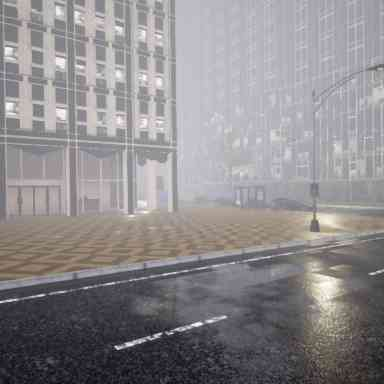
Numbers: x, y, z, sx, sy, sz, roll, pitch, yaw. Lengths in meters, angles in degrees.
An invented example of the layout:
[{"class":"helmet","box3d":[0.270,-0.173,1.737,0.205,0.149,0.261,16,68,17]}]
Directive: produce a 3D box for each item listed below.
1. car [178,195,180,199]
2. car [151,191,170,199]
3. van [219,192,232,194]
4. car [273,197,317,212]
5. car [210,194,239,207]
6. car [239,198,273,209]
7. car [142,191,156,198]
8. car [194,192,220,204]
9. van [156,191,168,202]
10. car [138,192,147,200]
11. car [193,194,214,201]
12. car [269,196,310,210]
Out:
[{"class":"car","box3d":[-4.248,0.935,73.242,1.802,1.307,4.206,0,1,-35]},{"class":"car","box3d":[-7.468,0.614,77.922,2.192,1.841,5.009,0,1,-35]},{"class":"van","box3d":[5.412,0.855,59.188,1.690,1.788,3.998,0,1,-35]},{"class":"car","box3d":[11.279,1.423,35.637,1.947,1.339,4.313,0,1,-35]},{"class":"car","box3d":[4.902,1.319,45.049,1.947,1.339,4.313,0,1,-34]},{"class":"car","box3d":[8.073,1.388,40.333,1.802,1.307,4.206,0,1,-34]},{"class":"car","box3d":[-10.688,0.685,82.606,1.967,1.590,4.097,0,1,-34]},{"class":"car","box3d":[2.079,1.192,53.841,1.994,1.385,4.181,-1,1,-34]},{"class":"van","box3d":[-4.713,0.937,59.125,1.690,1.788,3.998,0,1,-34]},{"class":"car","box3d":[-11.154,1.039,68.495,2.008,1.369,4.403,0,1,-35]},{"class":"car","box3d":[2.192,1.043,63.874,1.802,1.307,4.206,0,1,-35]},{"class":"car","box3d":[11.612,1.309,39.944,1.812,1.442,4.674,-1,1,-34]}]
